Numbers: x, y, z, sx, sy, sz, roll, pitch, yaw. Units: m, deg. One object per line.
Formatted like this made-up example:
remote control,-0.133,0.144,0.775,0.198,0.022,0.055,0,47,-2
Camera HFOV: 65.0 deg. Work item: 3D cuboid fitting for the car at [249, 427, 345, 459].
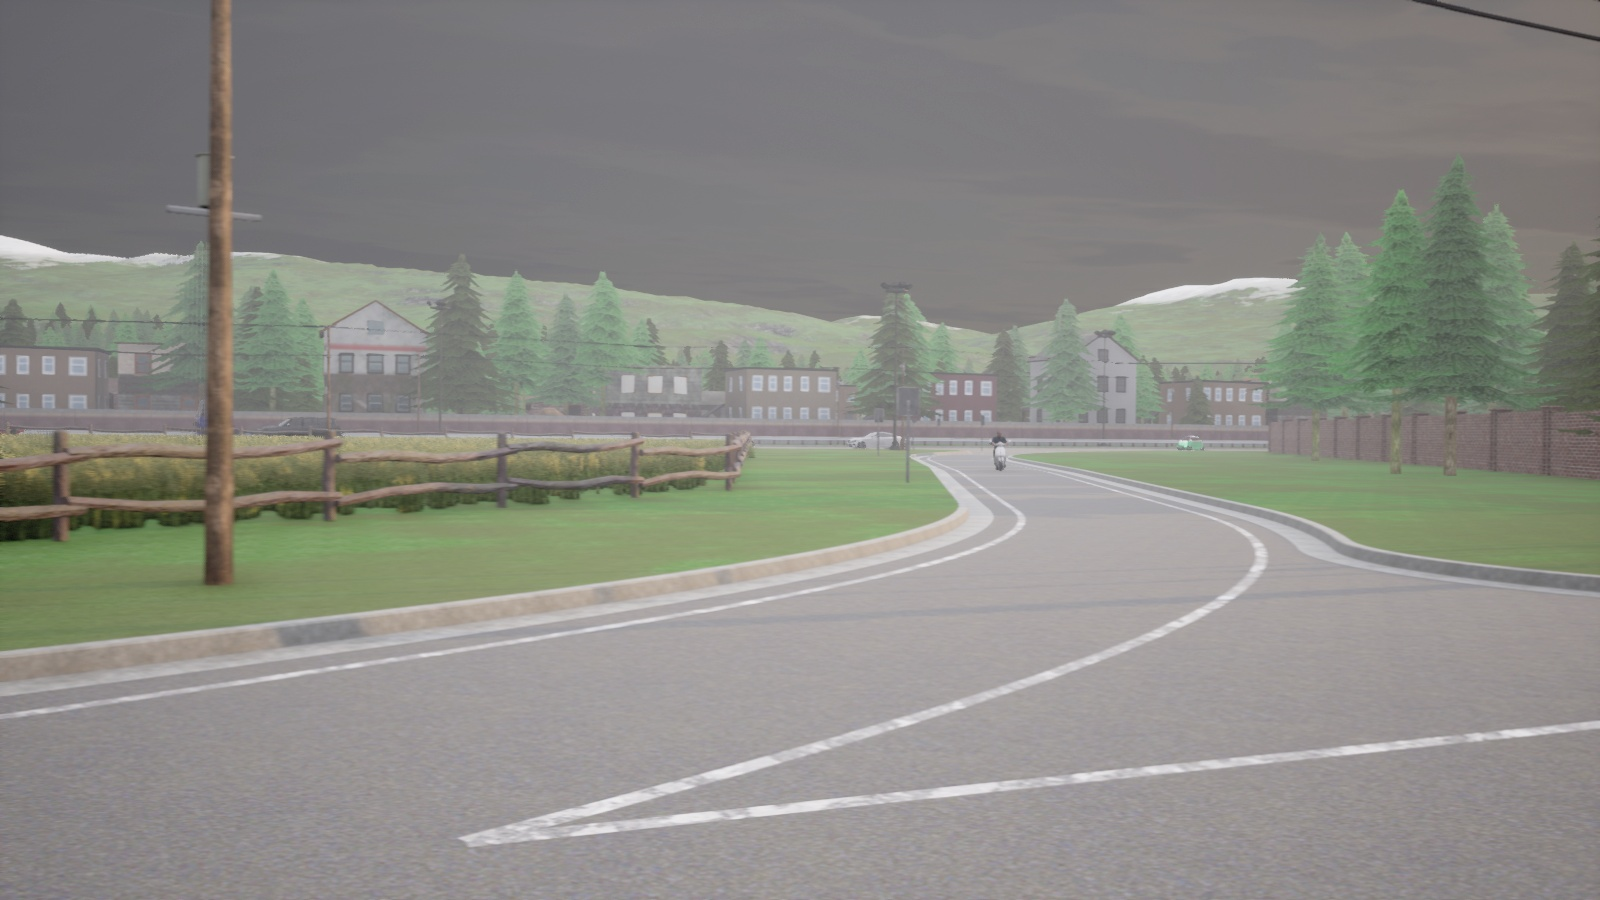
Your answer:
car,-33.645,-0.488,84.077,5.566,2.045,2.150,-1,1,-35

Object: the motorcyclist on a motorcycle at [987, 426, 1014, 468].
motorcyclist on a motorcycle,7.884,-0.137,49.434,0.866,1.590,1.817,-1,1,3
